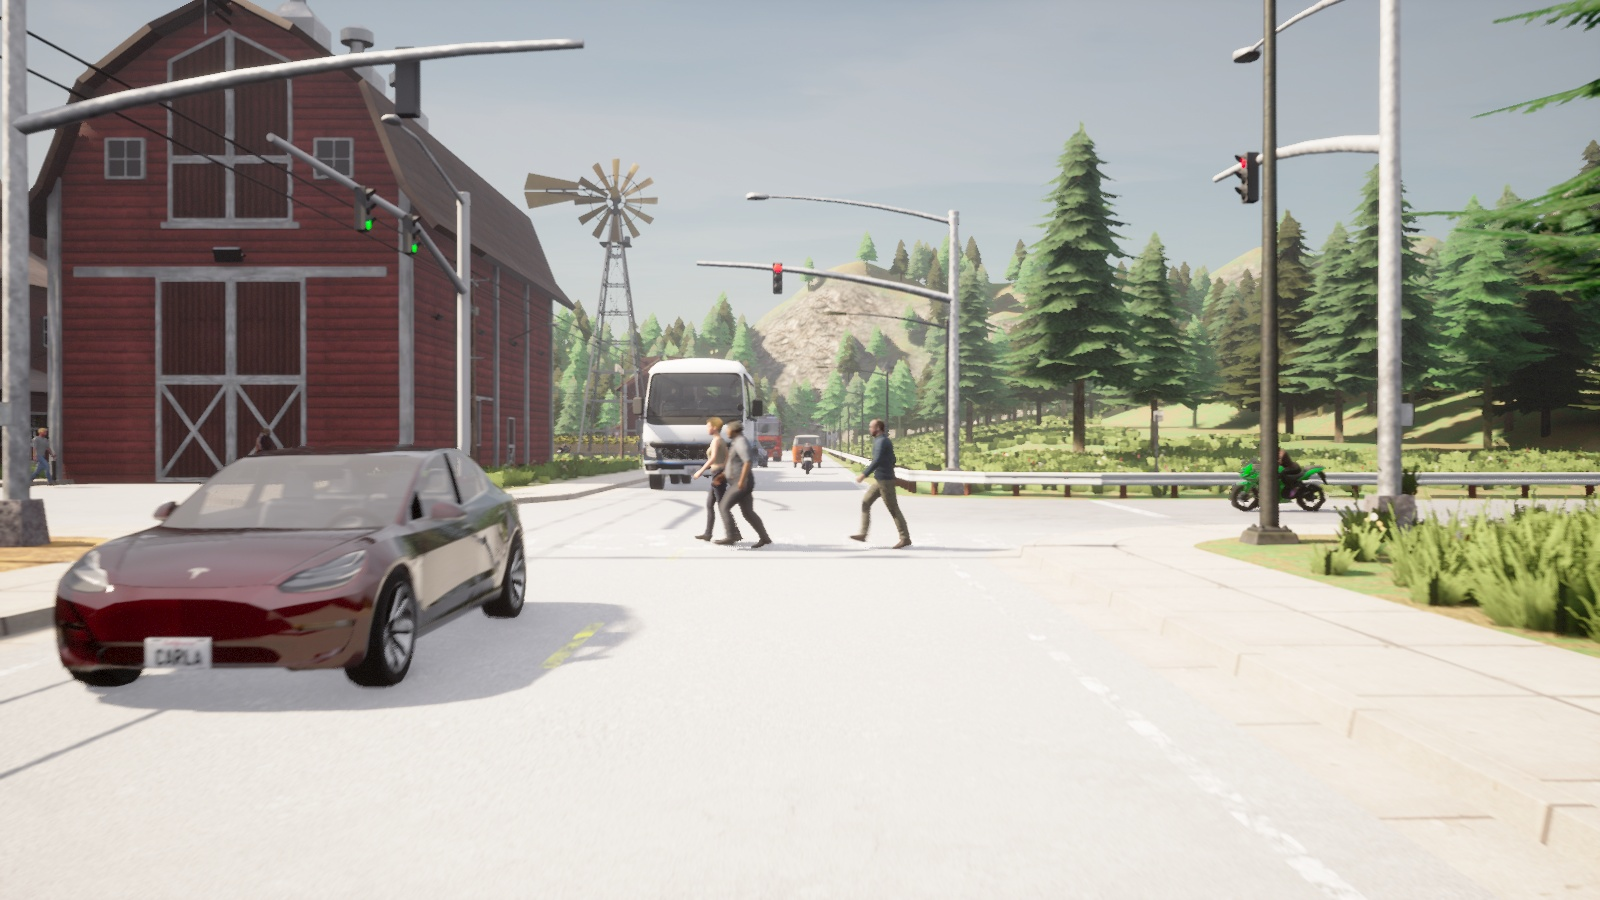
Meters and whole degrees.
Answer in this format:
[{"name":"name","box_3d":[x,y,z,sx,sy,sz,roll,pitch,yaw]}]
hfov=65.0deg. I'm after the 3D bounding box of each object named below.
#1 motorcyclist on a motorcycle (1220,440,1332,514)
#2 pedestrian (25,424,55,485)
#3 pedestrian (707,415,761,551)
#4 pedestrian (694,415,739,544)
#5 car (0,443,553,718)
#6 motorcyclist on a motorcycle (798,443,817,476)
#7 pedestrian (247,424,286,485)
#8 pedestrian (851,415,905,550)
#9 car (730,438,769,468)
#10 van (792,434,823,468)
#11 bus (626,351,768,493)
[{"name":"motorcyclist on a motorcycle","box_3d":[9.964,0.562,26.314,2.044,1.523,0.797,0,0,-1]},{"name":"pedestrian","box_3d":[-22.830,0.131,37.722,0.706,1.836,0.354,0,0,0]},{"name":"pedestrian","box_3d":[-0.907,0.442,17.297,0.694,1.848,0.540,0,0,2]},{"name":"pedestrian","box_3d":[-1.193,0.422,18.037,0.594,1.836,0.345,0,0,8]},{"name":"car","box_3d":[-3.399,0.692,9.198,2.163,1.488,4.792,0,0,1]},{"name":"motorcyclist on a motorcycle","box_3d":[0.357,0.443,60.183,0.866,1.530,2.191,0,0,0]},{"name":"pedestrian","box_3d":[-16.235,0.134,38.195,0.899,1.844,0.634,0,0,17]},{"name":"pedestrian","box_3d":[1.084,0.439,17.390,0.726,1.842,0.402,0,0,6]},{"name":"car","box_3d":[-3.085,0.176,75.774,2.097,1.767,4.553,0,0,-6]},{"name":"van","box_3d":[0.446,0.073,75.701,1.775,1.987,4.442,0,0,0]},{"name":"bus","box_3d":[-3.239,-0.875,42.982,3.944,4.253,10.273,0,0,0]}]
